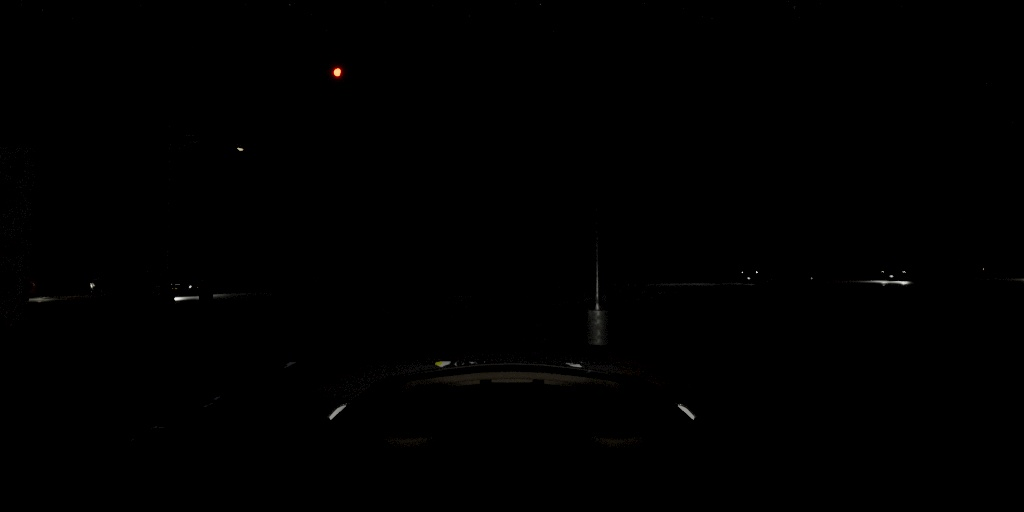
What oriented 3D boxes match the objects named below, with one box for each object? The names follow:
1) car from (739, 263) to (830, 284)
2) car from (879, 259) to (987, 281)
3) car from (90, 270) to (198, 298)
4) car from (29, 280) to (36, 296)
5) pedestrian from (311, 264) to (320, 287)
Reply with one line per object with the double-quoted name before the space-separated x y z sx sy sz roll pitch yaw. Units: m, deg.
"car" 17.658 1.101 23.427 4.718 1.301 1.895 -1 -2 0
"car" 27.400 0.893 23.404 5.357 1.411 2.033 -1 -2 0
"car" -20.220 1.494 19.832 4.892 1.490 1.837 -1 -2 0
"car" -29.645 1.582 19.861 5.008 1.535 1.882 -1 -2 0
"pedestrian" -15.054 1.466 27.422 0.375 1.860 0.375 0 -1 0
